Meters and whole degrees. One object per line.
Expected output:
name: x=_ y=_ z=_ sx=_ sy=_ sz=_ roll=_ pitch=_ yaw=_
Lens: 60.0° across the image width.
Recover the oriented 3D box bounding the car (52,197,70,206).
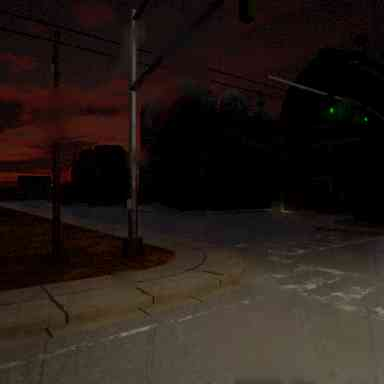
car: x=-21.207 y=1.537 z=53.860 sx=1.994 sy=1.385 sz=4.181 roll=0 pitch=0 yaw=-36

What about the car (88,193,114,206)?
car: x=-13.764 y=1.118 z=50.617 sx=3.866 sy=1.878 sz=1.905 roll=-2 pitch=5 yaw=11
